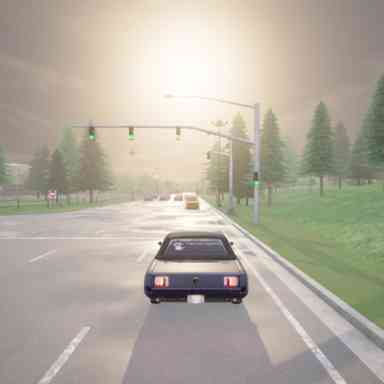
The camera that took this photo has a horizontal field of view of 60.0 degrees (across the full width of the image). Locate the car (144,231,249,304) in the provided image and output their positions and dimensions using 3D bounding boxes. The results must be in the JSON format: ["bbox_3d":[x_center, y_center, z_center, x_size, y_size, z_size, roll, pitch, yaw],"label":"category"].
[{"bbox_3d":[0.092,1.599,8.078,1.895,1.301,4.718,0,0,0],"label":"car"}]

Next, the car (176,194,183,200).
[{"bbox_3d":[-3.355,1.339,90.791,1.812,1.442,4.674,0,0,0],"label":"car"}]

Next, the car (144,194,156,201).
[{"bbox_3d":[-10.372,1.516,80.382,2.033,1.411,5.357,0,0,0],"label":"car"}]

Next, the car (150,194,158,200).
[{"bbox_3d":[-10.355,1.315,90.802,1.837,1.490,4.892,0,0,0],"label":"car"}]

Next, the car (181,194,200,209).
[{"bbox_3d":[-0.061,1.078,46.252,1.882,1.535,5.008,-3,17,-3],"label":"car"}]

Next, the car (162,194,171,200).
[{"bbox_3d":[-6.855,1.355,90.797,2.033,1.411,5.357,0,0,0],"label":"car"}]

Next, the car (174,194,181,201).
[{"bbox_3d":[-3.371,1.529,80.788,1.994,1.385,4.181,0,0,0],"label":"car"}]

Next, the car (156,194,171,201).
[{"bbox_3d":[-6.872,1.516,80.377,2.033,1.411,5.357,0,0,0],"label":"car"}]

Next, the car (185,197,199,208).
[{"bbox_3d":[0.013,1.567,49.746,2.033,1.411,5.357,-1,1,1],"label":"car"}]
